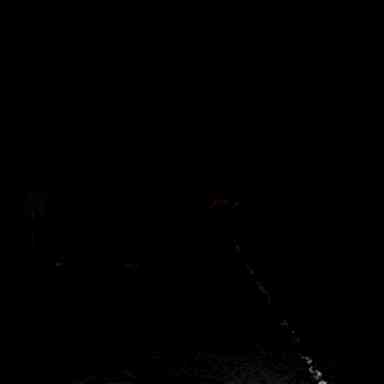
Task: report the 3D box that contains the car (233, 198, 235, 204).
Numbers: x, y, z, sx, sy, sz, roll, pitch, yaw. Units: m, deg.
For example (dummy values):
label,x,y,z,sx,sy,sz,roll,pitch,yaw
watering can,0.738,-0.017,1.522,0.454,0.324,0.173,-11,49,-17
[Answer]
label,x,y,z,sx,sy,sz,roll,pitch,yaw
car,6.452,1.459,58.459,2.128,1.511,4.902,0,0,13

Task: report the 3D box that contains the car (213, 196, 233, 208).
label,x,y,z,sx,sy,sz,roll,pitch,yaw
car,4.177,1.327,46.533,2.097,1.767,4.553,0,0,9
